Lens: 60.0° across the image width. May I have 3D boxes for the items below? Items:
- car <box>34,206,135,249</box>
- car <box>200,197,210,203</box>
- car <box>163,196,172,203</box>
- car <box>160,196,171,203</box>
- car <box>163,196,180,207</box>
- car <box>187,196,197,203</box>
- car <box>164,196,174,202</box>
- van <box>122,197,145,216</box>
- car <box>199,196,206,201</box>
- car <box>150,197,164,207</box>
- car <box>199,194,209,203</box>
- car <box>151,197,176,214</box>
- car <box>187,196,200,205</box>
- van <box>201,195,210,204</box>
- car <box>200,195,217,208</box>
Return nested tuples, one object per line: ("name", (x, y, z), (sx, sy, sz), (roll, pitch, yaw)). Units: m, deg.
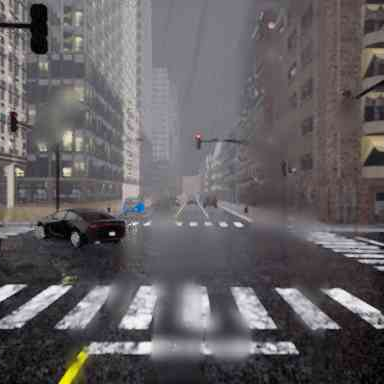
("car", (-4.970, 1.441, 14.500), (5.008, 1.535, 1.882), (1, -1, 41))
("car", (2.684, 1.717, 71.658), (2.008, 1.369, 4.403), (0, 0, 0))
("car", (-5.698, 1.707, 77.038), (1.752, 1.417, 4.829), (0, 0, 0))
("car", (-5.697, 1.607, 71.657), (1.967, 1.590, 4.097), (0, 0, 0))
("car", (-3.067, 1.473, 54.407), (2.097, 1.767, 4.553), (0, 0, 0))
("car", (-0.004, 1.558, 72.303), (2.033, 1.411, 5.357), (0, 0, 0))
("car", (-5.698, 1.748, 82.759), (2.008, 1.369, 4.403), (0, 0, 0))
("van", (-5.694, 1.410, 32.801), (1.690, 1.788, 3.998), (0, 0, 0))
("car", (2.994, 1.752, 92.374), (1.812, 1.442, 4.674), (0, 0, 0))
("car", (-5.695, 1.648, 54.834), (1.752, 1.417, 4.829), (0, 0, 0))
("car", (2.683, 1.497, 77.210), (2.192, 1.841, 5.009), (0, 0, 0))
("car", (-3.098, 1.583, 36.673), (1.837, 1.490, 4.892), (0, 0, 0))
("car", (-0.001, 1.743, 62.326), (1.895, 1.301, 4.718), (0, 0, 0))
("van", (2.683, 1.493, 66.108), (1.690, 1.788, 3.998), (0, 0, 0))
("car", (2.685, 1.424, 49.456), (2.192, 1.841, 5.009), (0, 0, 0))
